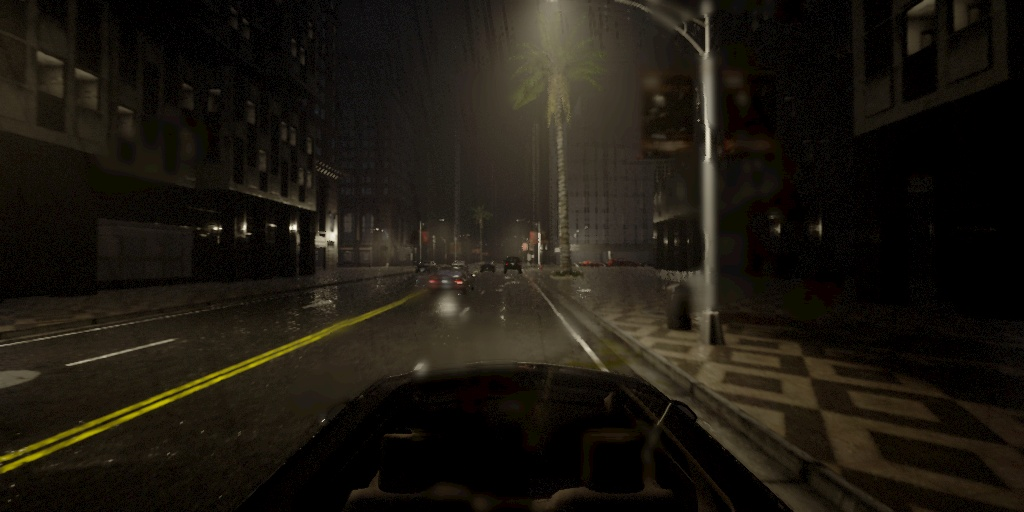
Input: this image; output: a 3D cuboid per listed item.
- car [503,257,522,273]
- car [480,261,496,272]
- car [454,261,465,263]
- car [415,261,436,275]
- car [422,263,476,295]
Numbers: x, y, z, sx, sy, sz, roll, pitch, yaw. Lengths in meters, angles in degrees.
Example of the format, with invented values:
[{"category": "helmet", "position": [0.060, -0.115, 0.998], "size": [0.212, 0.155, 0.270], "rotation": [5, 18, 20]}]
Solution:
[{"category": "car", "position": [0.109, 1.104, 45.040], "size": [2.150, 2.045, 5.566], "rotation": [0, -1, 0]}, {"category": "car", "position": [-3.141, 1.396, 47.971], "size": [2.128, 1.511, 4.902], "rotation": [0, 0, 0]}, {"category": "car", "position": [-6.576, 1.370, 44.400], "size": [2.128, 1.511, 4.902], "rotation": [0, 0, 0]}, {"category": "car", "position": [-9.822, 1.355, 41.612], "size": [2.128, 1.511, 4.902], "rotation": [0, 0, 0]}, {"category": "car", "position": [-3.147, 1.324, 19.750], "size": [2.033, 1.411, 5.357], "rotation": [0, 0, 0]}]
